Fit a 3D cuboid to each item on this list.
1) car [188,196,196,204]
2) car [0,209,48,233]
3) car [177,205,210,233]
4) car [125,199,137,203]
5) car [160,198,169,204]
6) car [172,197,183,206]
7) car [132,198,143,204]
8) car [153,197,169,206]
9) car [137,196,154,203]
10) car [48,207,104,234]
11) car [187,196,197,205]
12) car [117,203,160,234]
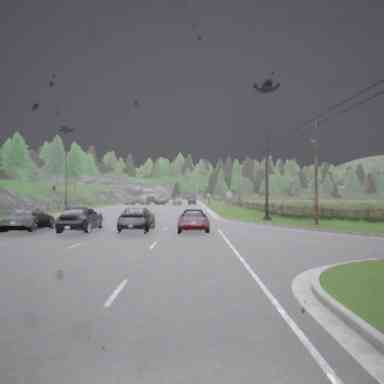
[{"bbox_3d":[-0.007,1.971,85.876,2.150,2.045,5.566,0,-1,0],"label":"car"},{"bbox_3d":[-10.403,1.793,21.334,1.994,1.385,4.181,0,-1,0],"label":"car"},{"bbox_3d":[0.098,1.794,21.482,1.994,1.385,4.181,0,-1,0],"label":"car"},{"bbox_3d":[-14.006,2.352,75.838,1.994,1.385,4.181,0,-1,0],"label":"car"},{"bbox_3d":[-7.007,2.223,85.843,1.882,1.535,5.008,0,-1,0],"label":"car"},{"bbox_3d":[-3.506,2.334,75.422,2.033,1.411,5.357,0,-1,0],"label":"car"},{"bbox_3d":[-14.007,2.341,85.871,1.895,1.301,4.718,0,-1,0],"label":"car"},{"bbox_3d":[-7.006,2.261,75.422,1.882,1.535,5.008,0,-1,0],"label":"car"},{"bbox_3d":[-10.506,2.319,75.422,2.128,1.511,4.902,0,-1,0],"label":"car"},{"bbox_3d":[-6.902,1.729,20.821,1.837,1.490,4.892,0,0,0],"label":"car"},{"bbox_3d":[-0.006,2.283,75.423,1.837,1.490,4.892,0,-1,0],"label":"car"},{"bbox_3d":[-3.402,1.716,20.897,2.128,1.511,4.902,0,0,0],"label":"car"}]
